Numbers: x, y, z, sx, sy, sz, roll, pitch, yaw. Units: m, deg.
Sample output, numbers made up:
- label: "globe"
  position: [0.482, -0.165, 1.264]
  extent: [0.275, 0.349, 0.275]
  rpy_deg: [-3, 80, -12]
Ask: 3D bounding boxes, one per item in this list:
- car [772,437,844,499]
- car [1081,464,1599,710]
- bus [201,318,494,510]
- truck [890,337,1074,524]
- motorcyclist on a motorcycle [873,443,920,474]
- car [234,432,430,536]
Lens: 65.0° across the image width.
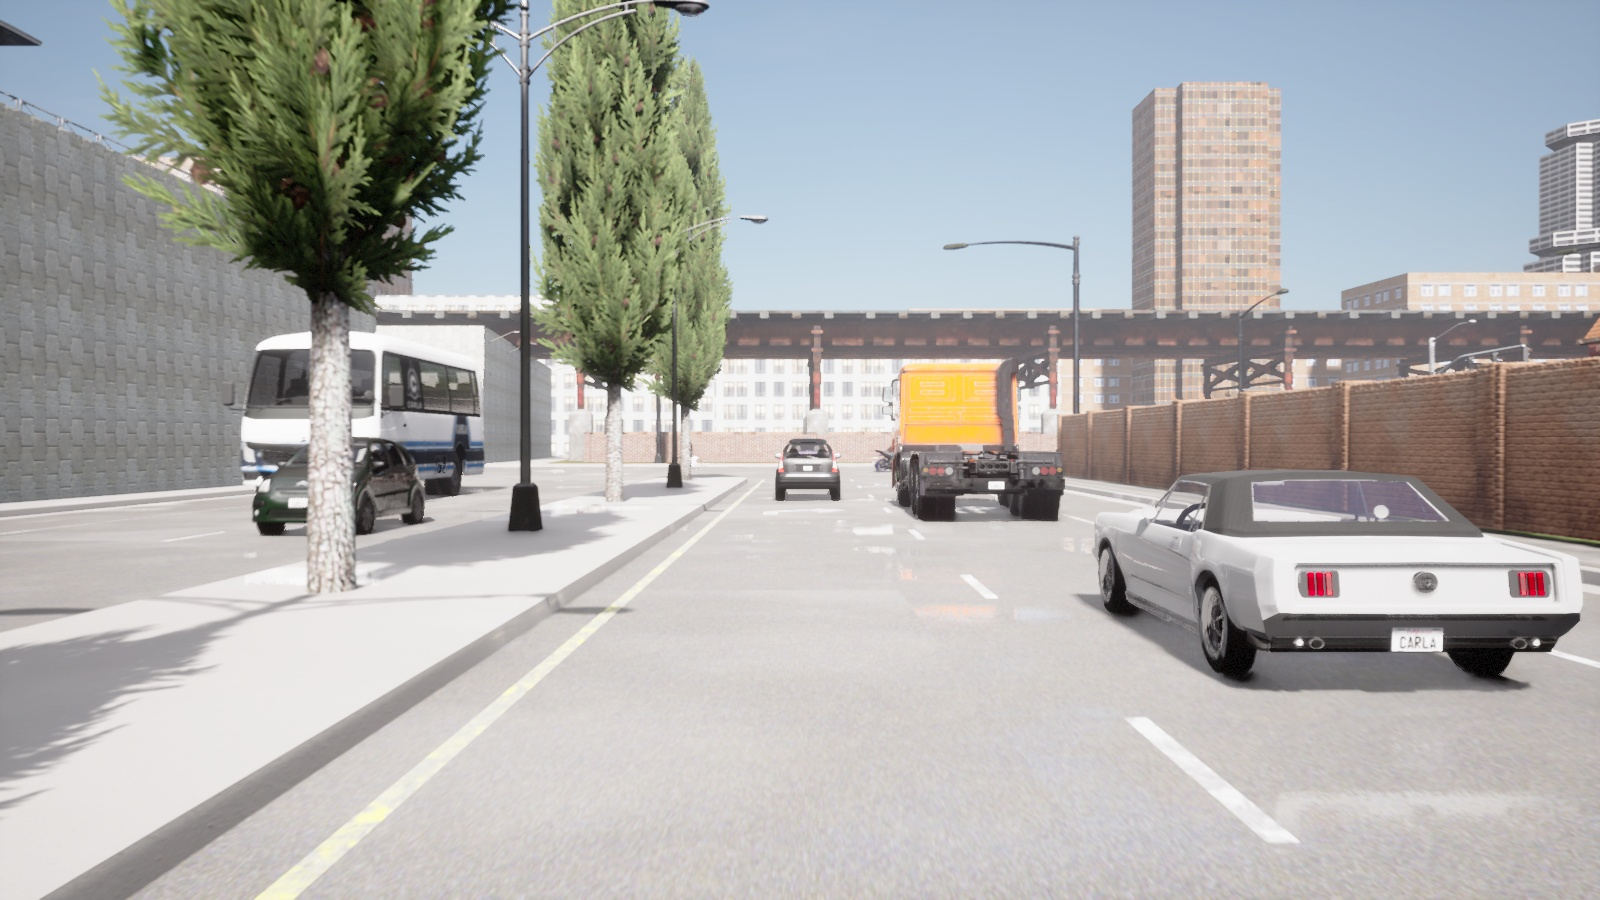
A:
- label: "car"
  position: [0.211, 0.452, 34.270]
  extent: [1.851, 1.617, 3.988]
  rpy_deg: [0, 0, 0]
- label: "car"
  position: [3.569, 0.797, 9.419]
  extent: [1.895, 1.301, 4.718]
  rpy_deg: [0, 0, 0]
- label: "bus"
  position: [-11.298, -0.825, 32.997]
  extent: [3.944, 4.253, 10.273]
  rpy_deg: [0, 0, 0]
- label: "truck"
  position: [3.671, -0.386, 27.310]
  extent: [2.891, 3.462, 7.936]
  rpy_deg: [0, 0, 0]
- label: "motorcyclist on a motorcycle"
  position: [4.878, 0.426, 63.699]
  extent: [2.191, 1.530, 0.866]
  rpy_deg: [0, 2, -23]
- label: "car"
  position: [-7.862, 0.517, 21.524]
  extent: [1.851, 1.617, 3.988]
  rpy_deg: [0, 0, 0]
